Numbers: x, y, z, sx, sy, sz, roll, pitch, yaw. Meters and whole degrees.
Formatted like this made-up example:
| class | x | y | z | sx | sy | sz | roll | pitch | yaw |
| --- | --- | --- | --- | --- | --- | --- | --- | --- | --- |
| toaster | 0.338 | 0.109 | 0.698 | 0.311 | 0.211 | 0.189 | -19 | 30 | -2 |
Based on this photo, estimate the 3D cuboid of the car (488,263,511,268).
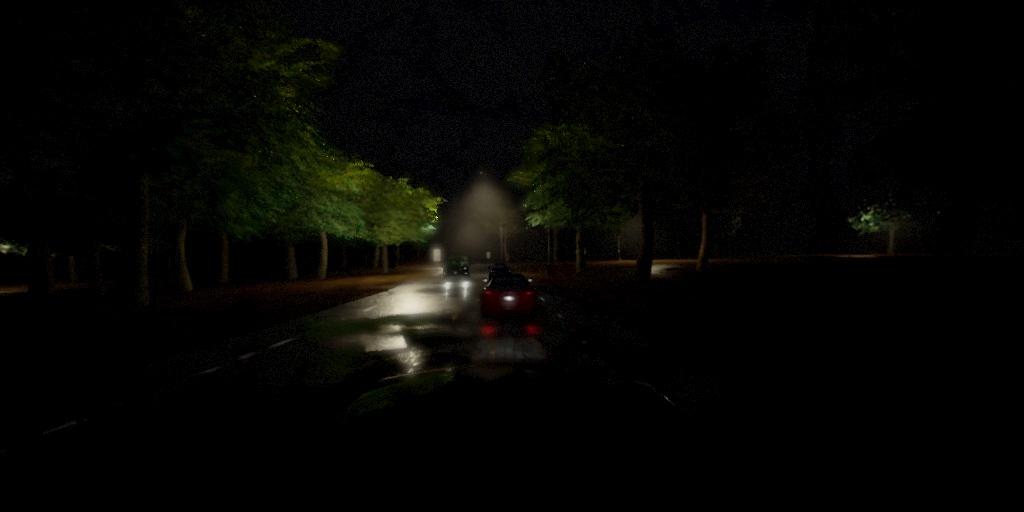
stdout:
| class | x | y | z | sx | sy | sz | roll | pitch | yaw |
| --- | --- | --- | --- | --- | --- | --- | --- | --- | --- |
| car | -1.049 | 1.331 | 30.606 | 1.812 | 1.442 | 4.674 | 0 | 0 | -4 |

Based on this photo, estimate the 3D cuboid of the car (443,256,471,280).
| class | x | y | z | sx | sy | sz | roll | pitch | yaw |
| --- | --- | --- | --- | --- | --- | --- | --- | --- | --- |
| car | -4.877 | 1.033 | 32.320 | 2.150 | 2.045 | 5.566 | 0 | 0 | -5 |

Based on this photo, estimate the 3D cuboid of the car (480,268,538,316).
| class | x | y | z | sx | sy | sz | roll | pitch | yaw |
| --- | --- | --- | --- | --- | --- | --- | --- | --- | --- |
| car | -0.142 | 1.332 | 13.423 | 1.994 | 1.385 | 4.181 | 0 | 0 | -2 |
